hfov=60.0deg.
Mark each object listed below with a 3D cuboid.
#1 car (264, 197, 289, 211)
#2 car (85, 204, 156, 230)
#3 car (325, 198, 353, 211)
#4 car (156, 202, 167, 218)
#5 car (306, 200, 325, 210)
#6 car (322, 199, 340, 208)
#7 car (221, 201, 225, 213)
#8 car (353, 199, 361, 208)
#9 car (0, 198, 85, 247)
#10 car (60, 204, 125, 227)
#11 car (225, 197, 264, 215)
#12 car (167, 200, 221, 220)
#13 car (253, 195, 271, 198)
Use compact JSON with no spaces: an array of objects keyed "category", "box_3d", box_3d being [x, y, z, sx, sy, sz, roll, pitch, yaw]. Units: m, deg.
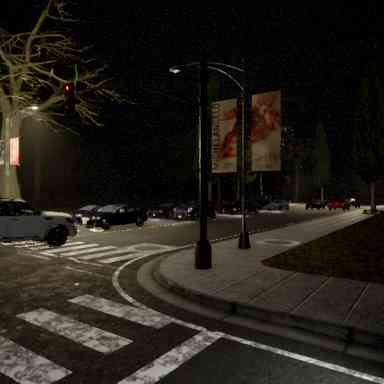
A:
[{"category":"car","box_3d":[11.883,1.771,45.652,1.812,1.442,4.674,0,0,36]},{"category":"car","box_3d":[-4.977,1.566,21.782,2.128,1.511,4.902,0,0,35]},{"category":"car","box_3d":[20.677,1.658,46.581,2.097,1.767,4.553,0,0,35]},{"category":"car","box_3d":[-1.855,1.666,31.847,2.033,1.411,5.357,0,0,35]},{"category":"car","box_3d":[17.858,1.823,48.217,1.812,1.442,4.674,0,0,35]},{"category":"car","box_3d":[23.550,1.915,56.318,1.812,1.442,4.674,0,-1,35]},{"category":"car","box_3d":[3.875,1.776,39.995,1.895,1.301,4.718,0,0,35]},{"category":"car","box_3d":[26.438,1.891,54.763,2.128,1.511,4.902,0,-1,35]},{"category":"car","box_3d":[-7.514,1.243,13.236,5.566,2.045,2.150,1,0,-45]},{"category":"car","box_3d":[-7.187,1.637,24.303,1.994,1.385,4.181,0,0,36]},{"category":"car","box_3d":[5.931,1.680,37.263,1.837,1.490,4.892,0,0,35]},{"category":"car","box_3d":[0.275,1.472,29.237,2.097,1.767,4.553,0,0,35]},{"category":"car","box_3d":[9.961,1.471,48.559,2.150,2.045,5.566,0,0,38]}]
